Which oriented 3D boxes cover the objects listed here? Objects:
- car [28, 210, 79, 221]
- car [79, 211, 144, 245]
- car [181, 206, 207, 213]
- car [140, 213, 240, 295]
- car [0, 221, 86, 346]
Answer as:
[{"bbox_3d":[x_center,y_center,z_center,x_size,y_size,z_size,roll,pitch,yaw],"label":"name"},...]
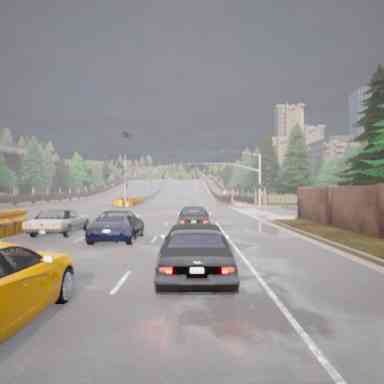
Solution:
[{"bbox_3d":[-6.916,1.574,17.603,1.895,1.301,4.718,0,0,0],"label":"car"},{"bbox_3d":[-3.420,1.541,15.374,1.994,1.385,4.181,0,0,0],"label":"car"},{"bbox_3d":[0.105,1.519,18.893,2.033,1.411,5.357,0,0,1],"label":"car"},{"bbox_3d":[0.092,1.534,8.826,2.033,1.411,5.357,0,0,0],"label":"car"},{"bbox_3d":[-3.404,1.470,5.045,1.882,1.535,5.008,0,0,0],"label":"car"}]
